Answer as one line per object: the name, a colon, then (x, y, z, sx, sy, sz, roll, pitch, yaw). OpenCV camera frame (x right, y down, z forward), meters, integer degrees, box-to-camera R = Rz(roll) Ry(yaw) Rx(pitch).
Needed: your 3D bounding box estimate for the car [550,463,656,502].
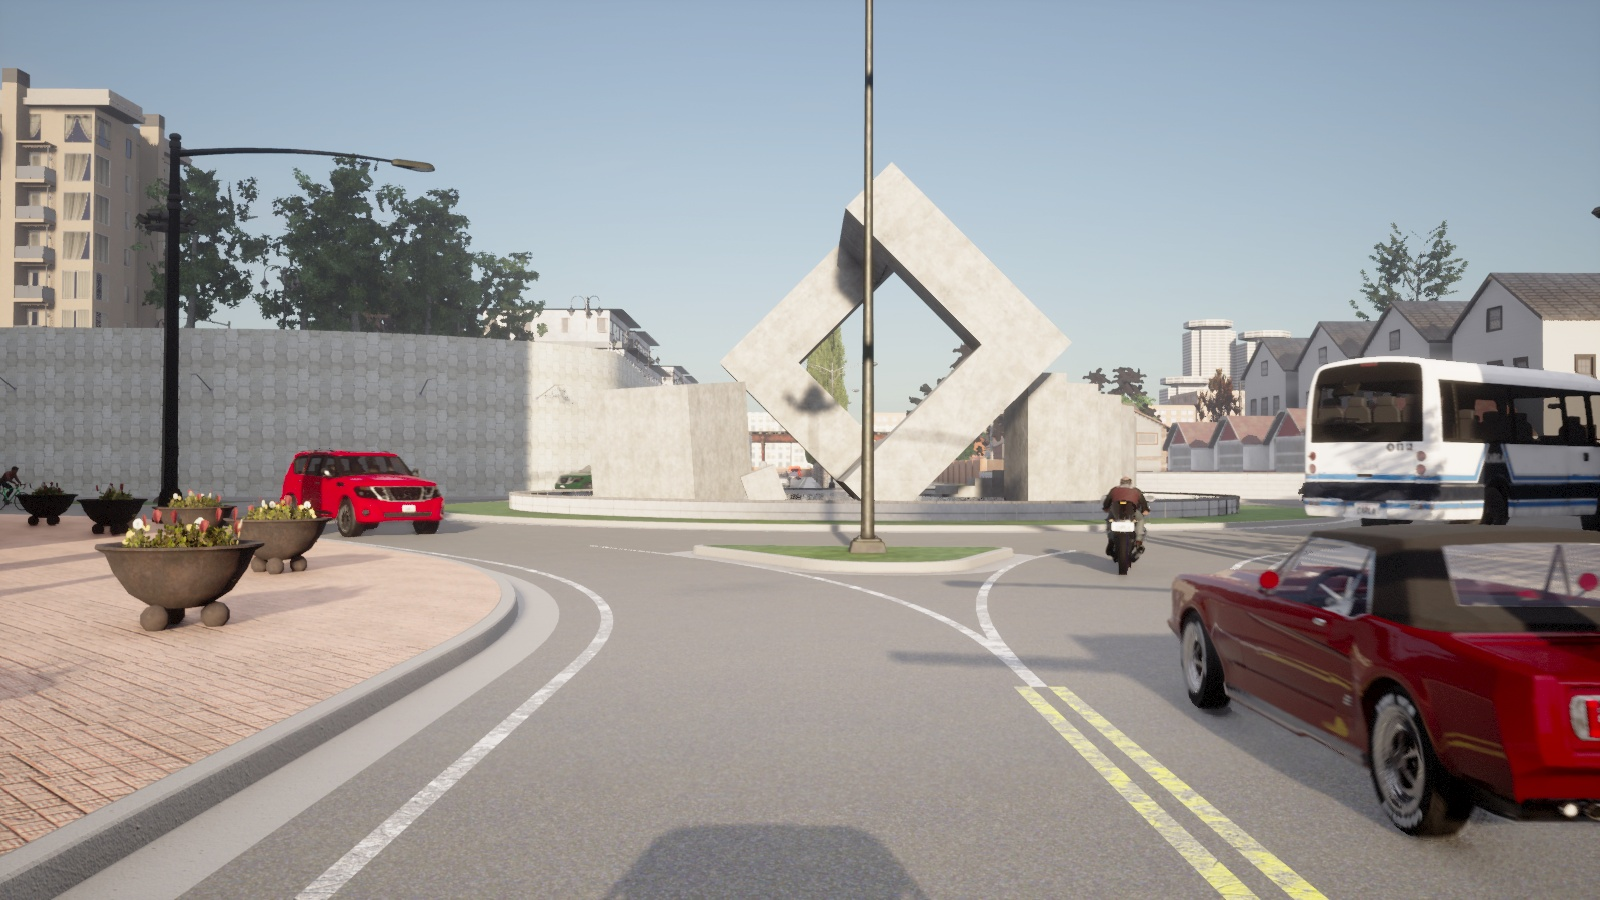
car: (-10.735, 1.727, 68.714, 2.150, 2.045, 5.566, -1, -1, 44)

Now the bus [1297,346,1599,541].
bus: (17.513, -0.096, 32.023, 10.273, 4.253, 3.944, 0, -1, -35)

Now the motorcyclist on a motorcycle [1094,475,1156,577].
motorcyclist on a motorcycle: (5.230, 1.166, 20.121, 0.866, 1.530, 2.191, 0, -1, 17)

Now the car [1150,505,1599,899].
car: (3.507, 1.016, 6.839, 1.895, 1.301, 4.718, 0, -1, 0)

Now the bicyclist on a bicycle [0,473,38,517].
bicyclist on a bicycle: (-29.091, 1.660, 46.309, 1.656, 1.620, 0.582, 0, -1, 7)

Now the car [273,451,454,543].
car: (-10.739, 1.090, 30.629, 2.150, 2.045, 5.566, 1, -1, -42)
